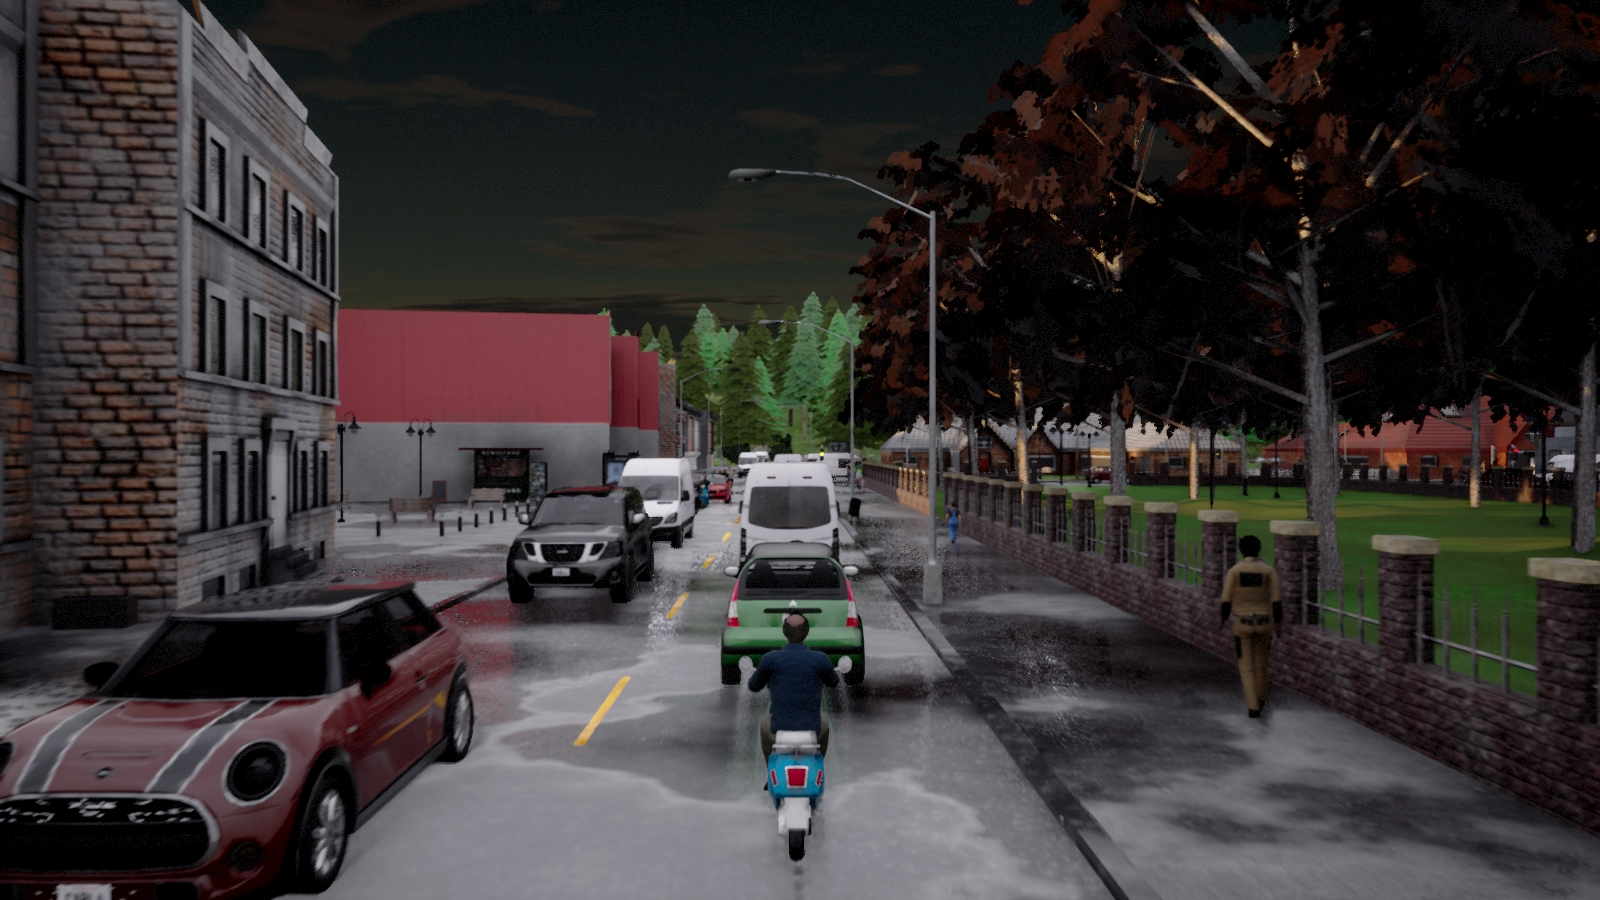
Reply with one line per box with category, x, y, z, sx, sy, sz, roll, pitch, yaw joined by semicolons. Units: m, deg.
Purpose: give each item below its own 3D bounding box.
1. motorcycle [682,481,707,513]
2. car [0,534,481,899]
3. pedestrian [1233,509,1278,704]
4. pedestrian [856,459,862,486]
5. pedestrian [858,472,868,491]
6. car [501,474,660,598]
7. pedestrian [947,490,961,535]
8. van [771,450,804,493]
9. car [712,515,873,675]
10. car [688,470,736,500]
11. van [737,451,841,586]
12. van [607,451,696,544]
motorcycle;-4.509;1.985;48.850;0.867;1.251;2.209;0;0;-1
car;-4.066;1.686;8.608;2.097;1.767;4.553;0;0;-1
pedestrian;4.493;1.525;11.283;0.375;1.860;0.375;0;0;15
pedestrian;3.986;1.524;77.256;0.375;1.860;0.375;0;0;-1
pedestrian;3.823;1.905;69.167;0.500;1.100;0.500;0;0;-6
car;-4.177;1.559;22.751;2.150;2.045;5.566;0;0;-1
pedestrian;4.466;1.806;33.162;0.375;1.300;0.375;0;0;0
van;-0.771;1.315;72.277;1.988;2.561;5.915;0;0;-1
car;-0.111;1.779;15.158;1.851;1.617;3.988;0;0;-1
car;-4.644;1.842;61.032;2.231;1.480;4.892;0;0;-1
van;-0.243;1.314;24.756;1.988;2.561;5.915;0;0;-1
van;-4.356;1.315;34.410;1.988;2.561;5.915;0;0;-1
